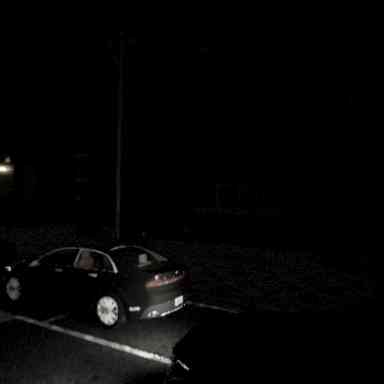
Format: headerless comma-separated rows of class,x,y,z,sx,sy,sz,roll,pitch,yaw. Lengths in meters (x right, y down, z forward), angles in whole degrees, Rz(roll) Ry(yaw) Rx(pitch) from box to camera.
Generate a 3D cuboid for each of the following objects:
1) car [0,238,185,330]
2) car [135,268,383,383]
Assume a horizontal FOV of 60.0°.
car,-2.155,1.699,7.017,4.403,1.369,2.008,0,-2,29
car,1.973,1.653,2.753,4.674,1.442,1.812,0,-2,29
